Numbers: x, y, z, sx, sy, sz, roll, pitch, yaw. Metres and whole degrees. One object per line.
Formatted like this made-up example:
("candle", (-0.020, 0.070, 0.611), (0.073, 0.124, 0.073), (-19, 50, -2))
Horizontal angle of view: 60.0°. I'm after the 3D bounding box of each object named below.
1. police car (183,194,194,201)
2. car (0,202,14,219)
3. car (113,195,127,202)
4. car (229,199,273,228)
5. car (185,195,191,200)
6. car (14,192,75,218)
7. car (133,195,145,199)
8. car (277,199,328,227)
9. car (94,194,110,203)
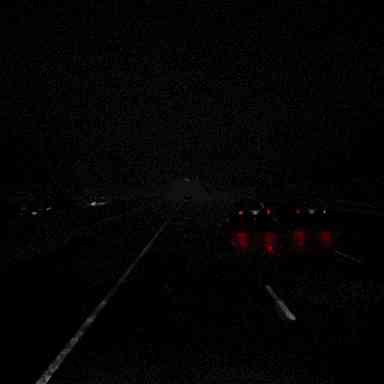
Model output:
("police car", (-1.082, 1.283, 80.905), (1.930, 1.638, 5.238), (0, 0, 0))
("car", (-14.110, 1.394, 23.820), (2.033, 1.411, 5.357), (0, 0, 0))
("car", (-14.034, 1.363, 65.069), (1.994, 1.385, 4.181), (0, 0, 0))
("car", (3.592, 1.213, 21.027), (2.097, 1.767, 4.553), (0, 0, 0))
("car", (-1.086, 1.439, 90.803), (1.812, 1.442, 4.674), (0, 0, 0))
("car", (-10.609, 1.062, 24.978), (2.150, 2.045, 5.566), (0, 0, 0))
("car", (-10.531, 1.318, 66.403), (2.128, 1.511, 4.902), (0, 0, 0))
("car", (7.091, 1.208, 21.803), (2.097, 1.767, 4.553), (0, 0, 0))
("car", (-17.535, 1.161, 64.706), (2.097, 1.767, 4.553), (0, 0, 0))
